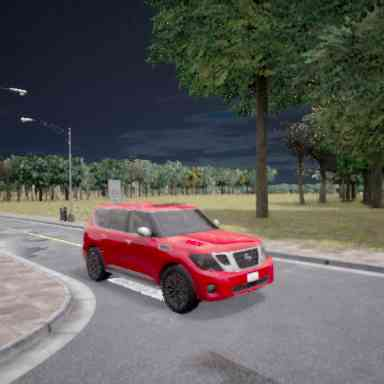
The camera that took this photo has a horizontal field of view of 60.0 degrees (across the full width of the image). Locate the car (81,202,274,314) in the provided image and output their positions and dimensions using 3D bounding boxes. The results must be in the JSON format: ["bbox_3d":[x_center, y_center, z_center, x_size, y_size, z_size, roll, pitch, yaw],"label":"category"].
[{"bbox_3d":[-0.748,1.290,8.277,2.150,2.045,5.566,-1,0,-43],"label":"car"}]
